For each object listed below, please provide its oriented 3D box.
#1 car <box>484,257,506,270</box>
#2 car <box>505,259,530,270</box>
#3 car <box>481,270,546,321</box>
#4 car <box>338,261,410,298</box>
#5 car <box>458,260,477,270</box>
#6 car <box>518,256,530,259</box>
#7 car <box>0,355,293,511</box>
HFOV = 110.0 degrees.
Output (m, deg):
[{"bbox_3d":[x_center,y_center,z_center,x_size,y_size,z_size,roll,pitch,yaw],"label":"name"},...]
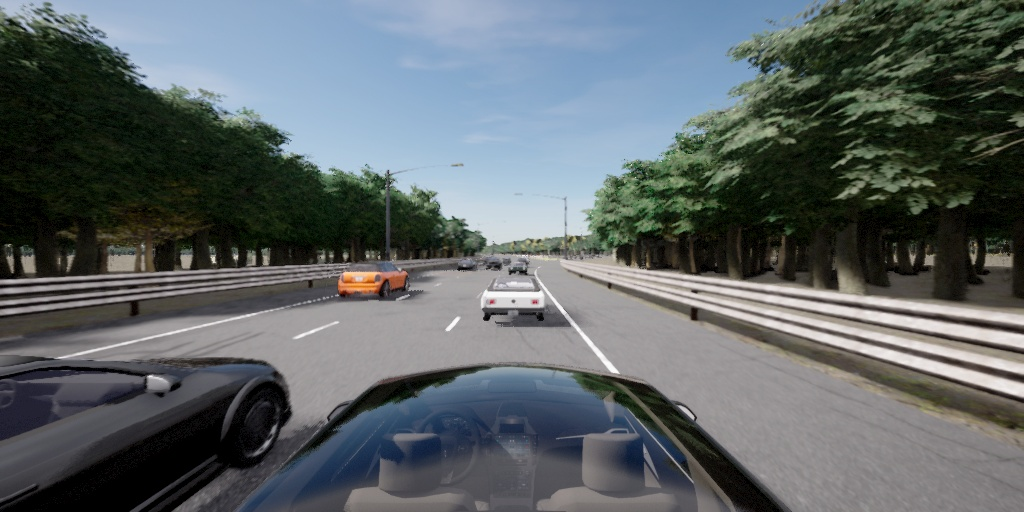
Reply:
[{"bbox_3d":[-2.298,1.093,48.116,1.837,1.490,4.892,0,0,3],"label":"car"},{"bbox_3d":[0.633,1.246,36.254,1.895,1.301,4.718,0,0,2],"label":"car"},{"bbox_3d":[0.068,1.323,12.388,1.895,1.301,4.718,0,0,1],"label":"car"},{"bbox_3d":[-6.761,1.050,18.092,2.097,1.767,4.553,0,0,1],"label":"car"},{"bbox_3d":[-5.843,1.153,47.102,1.994,1.385,4.181,0,0,3],"label":"car"},{"bbox_3d":[1.647,1.043,57.983,1.837,1.490,4.892,0,0,3],"label":"car"},{"bbox_3d":[-3.410,1.310,2.223,1.994,1.385,4.181,0,0,0],"label":"car"}]
